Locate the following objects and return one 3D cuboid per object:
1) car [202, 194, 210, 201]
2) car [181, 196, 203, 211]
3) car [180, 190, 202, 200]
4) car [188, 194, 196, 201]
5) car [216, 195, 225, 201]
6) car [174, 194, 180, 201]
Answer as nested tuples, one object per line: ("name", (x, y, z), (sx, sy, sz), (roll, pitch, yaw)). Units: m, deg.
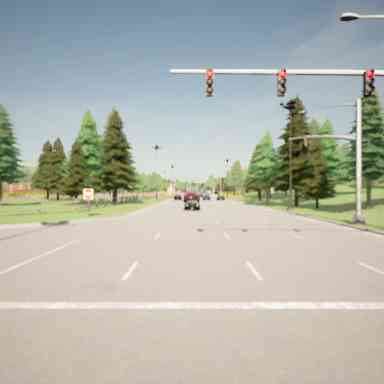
("car", (3.541, 1.363, 81.618), (1.812, 1.442, 4.674), (0, 0, 0))
("car", (0.030, 1.579, 40.204), (1.895, 1.301, 4.718), (1, 0, 0))
("car", (-0.024, 0.479, 40.284), (1.812, 1.442, 4.674), (1, -1, 3))
("car", (0.041, 1.316, 81.620), (1.882, 1.535, 5.008), (0, 0, 0))
("car", (7.041, 1.364, 81.617), (2.128, 1.511, 4.902), (0, 0, 0))
("car", (-3.459, 1.316, 81.622), (1.882, 1.535, 5.008), (0, 0, 0))
